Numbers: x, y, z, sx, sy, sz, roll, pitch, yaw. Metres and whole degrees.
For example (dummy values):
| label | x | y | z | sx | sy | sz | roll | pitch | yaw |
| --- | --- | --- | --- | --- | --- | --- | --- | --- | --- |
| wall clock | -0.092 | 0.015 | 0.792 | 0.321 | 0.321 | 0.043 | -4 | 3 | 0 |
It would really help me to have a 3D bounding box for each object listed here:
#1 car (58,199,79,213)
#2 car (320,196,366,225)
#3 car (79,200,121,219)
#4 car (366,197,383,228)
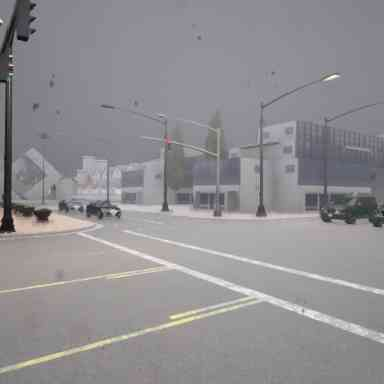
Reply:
| label | x | y | z | sx | sy | sz | roll | pitch | yaw |
| --- | --- | --- | --- | --- | --- | --- | --- | --- | --- |
| car | -13.651 | 1.499 | 37.373 | 2.128 | 1.511 | 4.902 | 1 | 0 | -35 |
| car | 12.320 | 1.369 | 25.756 | 5.566 | 2.045 | 2.150 | 0 | 0 | -35 |
| car | -7.749 | 1.501 | 28.899 | 2.128 | 1.511 | 4.902 | 1 | 0 | -35 |
| car | 14.098 | 1.367 | 22.218 | 5.566 | 2.045 | 2.150 | 1 | -1 | -40 |
